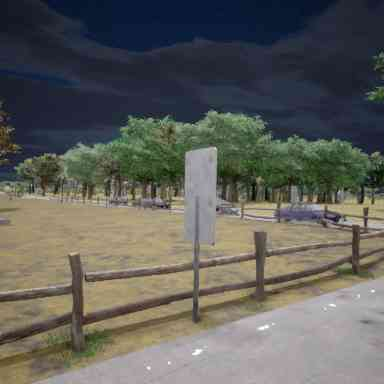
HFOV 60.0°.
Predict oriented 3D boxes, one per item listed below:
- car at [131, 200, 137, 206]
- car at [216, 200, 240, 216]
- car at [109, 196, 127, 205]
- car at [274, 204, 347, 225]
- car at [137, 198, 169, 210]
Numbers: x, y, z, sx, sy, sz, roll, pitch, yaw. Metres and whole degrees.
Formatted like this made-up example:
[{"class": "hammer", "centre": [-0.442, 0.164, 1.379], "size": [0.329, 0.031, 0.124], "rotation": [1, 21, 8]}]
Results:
[{"class": "car", "centre": [-7.720, 1.629, 52.583], "size": [2.033, 1.411, 5.357], "rotation": [2, -1, -35]}, {"class": "car", "centre": [2.640, 1.510, 33.066], "size": [2.128, 1.511, 4.902], "rotation": [2, -1, -36]}, {"class": "car", "centre": [-13.569, 1.555, 60.701], "size": [2.128, 1.511, 4.902], "rotation": [2, -1, -35]}, {"class": "car", "centre": [8.586, 1.568, 24.671], "size": [2.033, 1.411, 5.357], "rotation": [2, -1, -34]}, {"class": "car", "centre": [-4.744, 1.560, 43.431], "size": [2.033, 1.411, 5.357], "rotation": [2, -1, -35]}]
